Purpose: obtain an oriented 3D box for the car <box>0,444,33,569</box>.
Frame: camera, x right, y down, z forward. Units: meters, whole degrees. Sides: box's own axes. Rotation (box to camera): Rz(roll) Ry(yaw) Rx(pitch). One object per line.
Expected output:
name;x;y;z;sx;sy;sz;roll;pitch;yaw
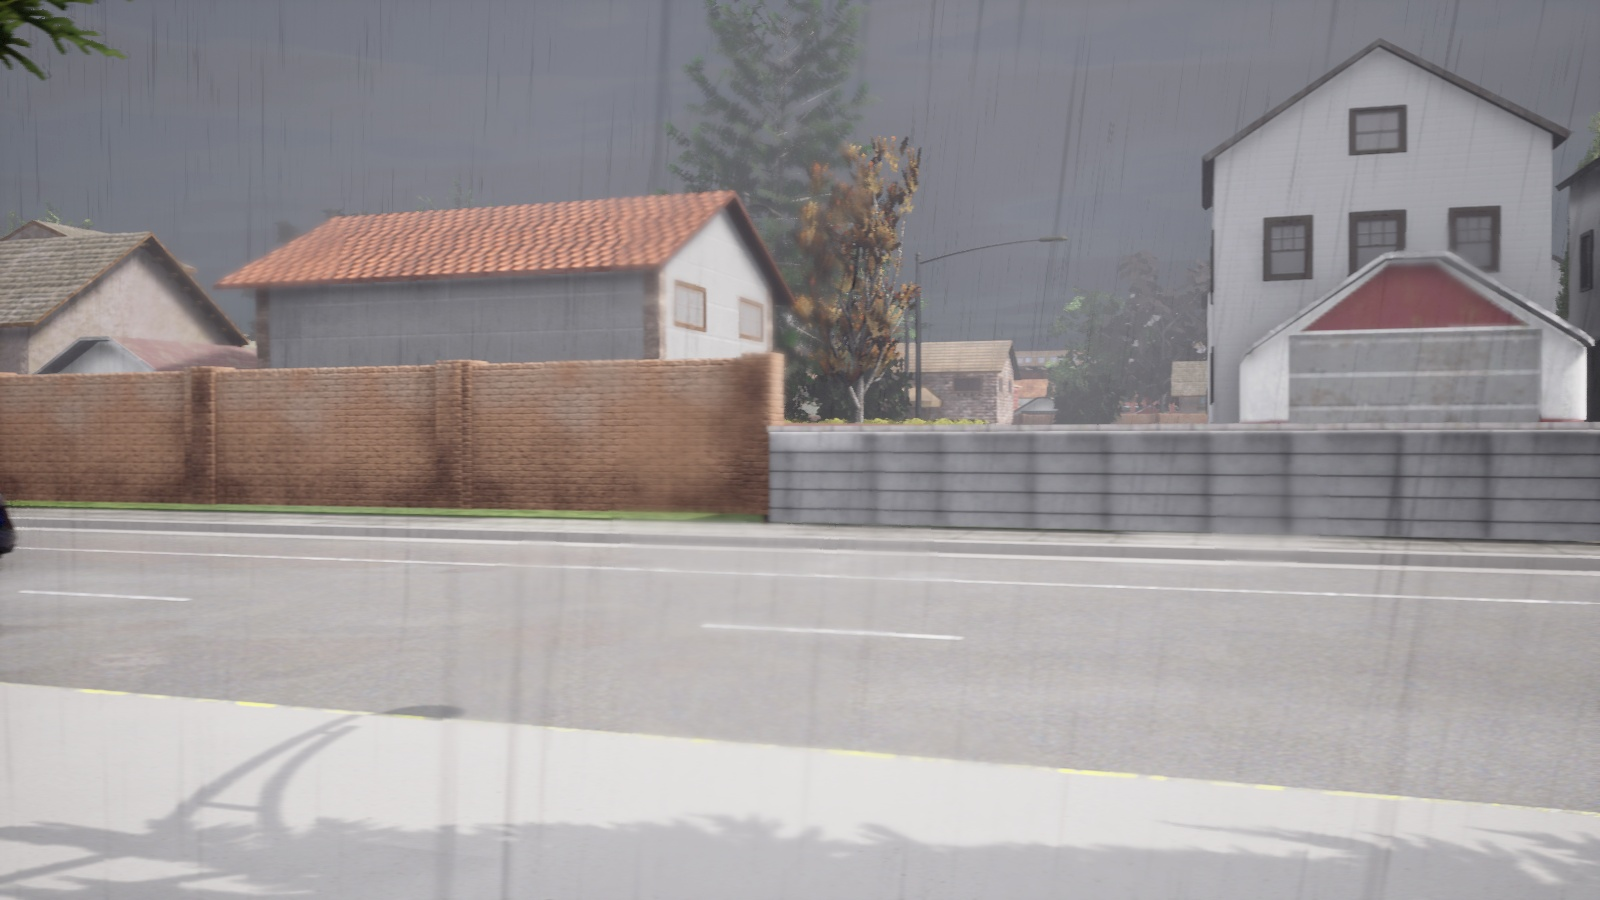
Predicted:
car;-11.023;0.630;13.663;4.181;1.385;1.994;0;1;4
